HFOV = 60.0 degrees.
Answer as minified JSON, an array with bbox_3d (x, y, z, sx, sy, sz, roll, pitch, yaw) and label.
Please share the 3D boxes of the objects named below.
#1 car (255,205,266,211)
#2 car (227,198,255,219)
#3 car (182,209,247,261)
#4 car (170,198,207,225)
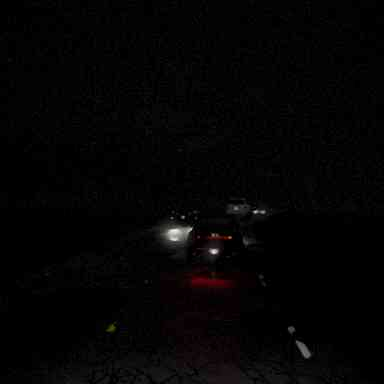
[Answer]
[{"bbox_3d":[13.502,3.153,66.070,1.895,1.301,4.718,-1,-2,19],"label":"car"},{"bbox_3d":[4.875,1.677,34.011,2.150,2.045,5.566,-1,-1,15],"label":"car"},{"bbox_3d":[0.929,1.606,12.708,1.837,1.490,4.892,0,-1,6],"label":"car"},{"bbox_3d":[-0.097,1.536,26.989,2.150,2.045,5.566,-1,-1,12],"label":"car"}]
